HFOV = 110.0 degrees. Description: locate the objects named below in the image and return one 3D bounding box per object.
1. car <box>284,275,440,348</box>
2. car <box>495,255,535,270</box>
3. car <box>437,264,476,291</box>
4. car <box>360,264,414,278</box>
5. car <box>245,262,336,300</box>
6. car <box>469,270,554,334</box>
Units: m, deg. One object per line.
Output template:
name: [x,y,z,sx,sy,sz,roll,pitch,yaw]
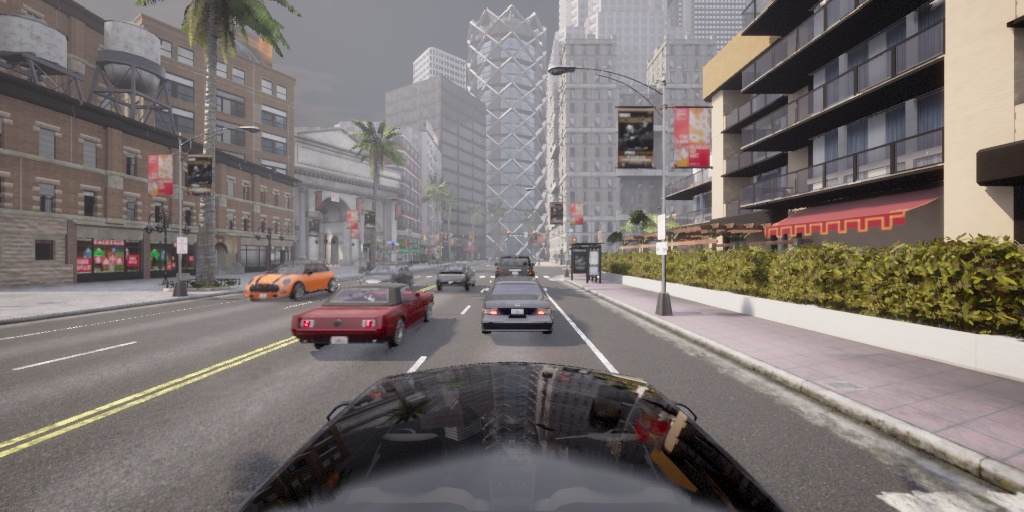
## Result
car: [-3.367,1.351,9.231,1.895,1.301,4.718,0,0,0]
car: [0.166,0.971,20.830,2.150,2.045,5.566,0,0,0]
car: [-3.326,1.241,21.905,2.128,1.511,4.902,0,0,0]
car: [-6.992,1.243,20.415,2.128,1.511,4.902,0,0,1]
car: [-10.521,1.101,17.427,2.097,1.767,4.553,0,0,1]
car: [0.129,1.297,10.579,2.033,1.411,5.357,0,0,0]
